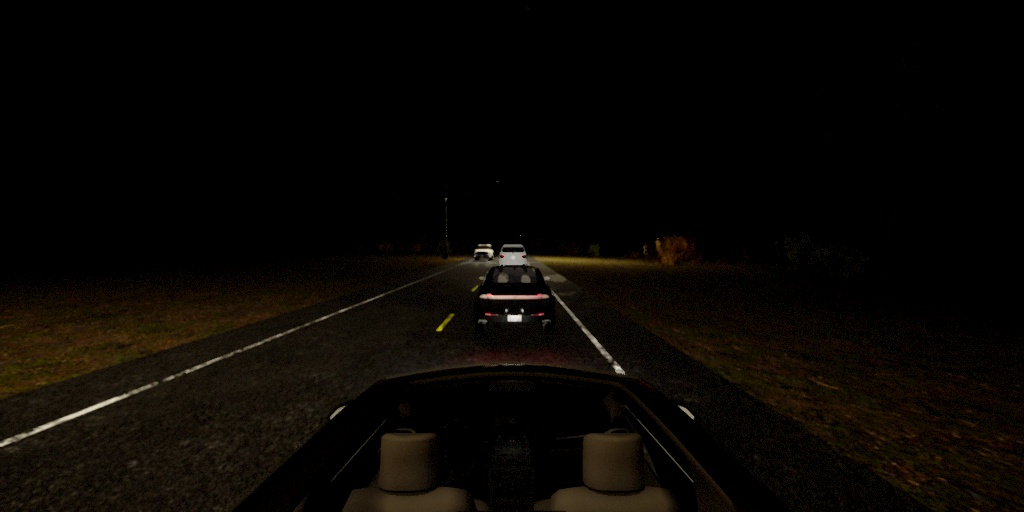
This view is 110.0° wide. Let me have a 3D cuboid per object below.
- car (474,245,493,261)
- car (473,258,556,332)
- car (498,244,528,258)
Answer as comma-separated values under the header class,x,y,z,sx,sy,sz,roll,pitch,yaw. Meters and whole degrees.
class,x,y,z,sx,sy,sz,roll,pitch,yaw
car,-3.574,-0.440,45.688,2.150,2.045,5.566,0,2,0
car,0.068,0.982,9.772,2.128,1.511,4.902,0,2,0
car,0.090,0.112,28.336,2.150,2.045,5.566,0,2,0
